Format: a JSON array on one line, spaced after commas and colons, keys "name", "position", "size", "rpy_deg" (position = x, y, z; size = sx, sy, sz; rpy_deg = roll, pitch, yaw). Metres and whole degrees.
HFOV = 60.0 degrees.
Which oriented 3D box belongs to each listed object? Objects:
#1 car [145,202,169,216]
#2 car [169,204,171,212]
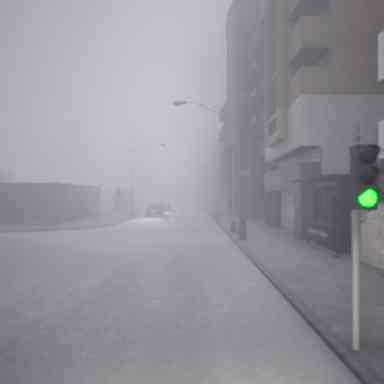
[{"name": "car", "position": [-4.112, 1.937, 37.732], "size": [2.128, 1.511, 4.902], "rpy_deg": [0, -1, 0]}, {"name": "car", "position": [-4.091, 2.128, 47.751], "size": [1.994, 1.385, 4.181], "rpy_deg": [0, -1, 0]}]
